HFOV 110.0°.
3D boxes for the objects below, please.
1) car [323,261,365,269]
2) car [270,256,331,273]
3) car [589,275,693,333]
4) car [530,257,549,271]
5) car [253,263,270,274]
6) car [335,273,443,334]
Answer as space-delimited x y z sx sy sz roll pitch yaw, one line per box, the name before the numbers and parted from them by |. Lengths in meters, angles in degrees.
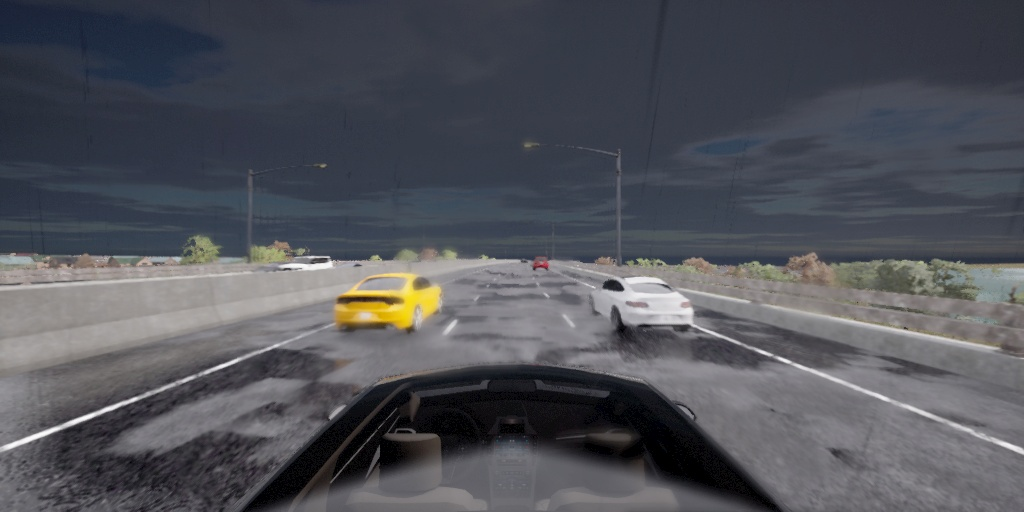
car | -13.854 1.327 30.717 1.812 1.442 4.674 0 0 1
car | -17.361 1.017 30.430 2.150 2.045 5.566 0 0 1
car | 3.610 1.301 10.696 1.812 1.442 4.674 0 0 0
car | 4.229 1.114 53.101 2.150 2.045 5.566 0 0 2
car | -20.819 1.287 32.112 2.128 1.511 4.902 0 0 1
car | -3.377 1.242 10.772 1.882 1.535 5.008 0 0 0
